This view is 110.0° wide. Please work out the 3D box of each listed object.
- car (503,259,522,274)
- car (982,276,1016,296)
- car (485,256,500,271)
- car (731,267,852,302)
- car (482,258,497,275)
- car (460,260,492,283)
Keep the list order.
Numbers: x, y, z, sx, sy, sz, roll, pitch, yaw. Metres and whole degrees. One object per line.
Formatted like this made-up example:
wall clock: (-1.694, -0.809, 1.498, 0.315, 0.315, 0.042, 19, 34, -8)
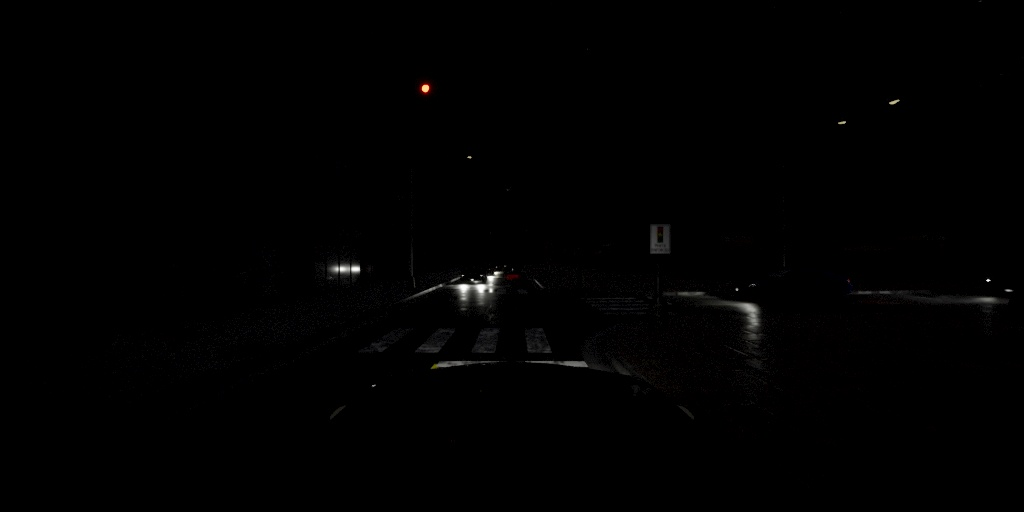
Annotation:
car: (0.067, 1.272, 42.509, 1.837, 1.490, 4.892, 0, 0, 0)
car: (24.313, 1.209, 15.974, 4.718, 1.301, 1.895, 0, 0, 0)
car: (-2.873, 0.996, 48.973, 2.150, 2.045, 5.566, 0, 0, 0)
car: (12.333, 1.197, 15.938, 4.674, 1.442, 1.812, 0, 0, 0)
car: (-2.875, 1.268, 38.451, 1.837, 1.490, 4.892, 0, 0, 0)
car: (-2.883, 1.303, 28.043, 2.033, 1.411, 5.357, 0, 0, -1)
